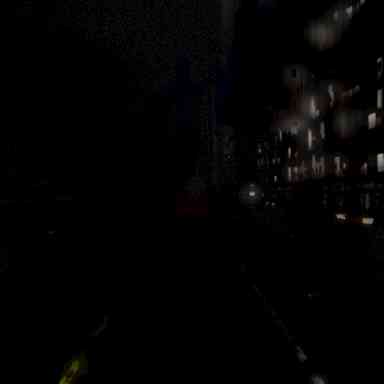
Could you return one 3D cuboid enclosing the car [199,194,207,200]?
[{"bbox_3d":[2.687,1.354,84.045,1.887,1.381,4.507,0,0,0],"label":"car"}]

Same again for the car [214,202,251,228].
[{"bbox_3d":[2.692,1.547,21.547,1.947,1.339,4.313,0,0,0],"label":"car"}]

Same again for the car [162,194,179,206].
[{"bbox_3d":[-3.077,1.481,52.040,1.994,1.385,4.181,0,0,0],"label":"car"}]

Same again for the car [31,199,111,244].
[{"bbox_3d":[-5.688,1.303,15.868,2.192,1.841,5.009,0,0,0],"label":"car"}]

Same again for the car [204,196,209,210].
[{"bbox_3d":[2.691,1.476,38.764,1.752,1.417,4.829,0,0,0],"label":"car"}]

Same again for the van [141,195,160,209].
[{"bbox_3d":[-5.689,1.279,44.284,1.690,1.788,3.998,0,0,0],"label":"van"}]

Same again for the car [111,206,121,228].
[{"bbox_3d":[-5.689,1.563,21.550,1.802,1.307,4.206,0,0,0],"label":"car"}]

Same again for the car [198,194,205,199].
[{"bbox_3d":[2.686,1.327,95.407,1.947,1.339,4.313,0,0,0],"label":"car"}]

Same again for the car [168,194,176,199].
[{"bbox_3d":[-5.694,1.288,95.260,1.752,1.417,4.829,0,0,0],"label":"car"}]

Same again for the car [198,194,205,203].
[{"bbox_3d":[2.688,1.454,67.001,1.802,1.307,4.206,0,0,0],"label":"car"}]

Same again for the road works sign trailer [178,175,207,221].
[{"bbox_3d":[0.014,0.437,27.285,2.380,3.560,2.880,0,0,0],"label":"road works sign trailer"}]

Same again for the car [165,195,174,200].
[{"bbox_3d":[-5.693,1.360,84.065,2.008,1.369,4.403,0,0,0],"label":"car"}]

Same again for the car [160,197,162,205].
[{"bbox_3d":[-5.692,1.489,55.651,1.802,1.307,4.206,0,0,0],"label":"car"}]

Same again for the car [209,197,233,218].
[{"bbox_3d":[2.692,1.413,27.228,1.967,1.590,4.097,0,0,0],"label":"car"}]

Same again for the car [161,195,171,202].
[{"bbox_3d":[-5.692,1.397,72.699,1.887,1.381,4.507,0,0,0],"label":"car"}]
